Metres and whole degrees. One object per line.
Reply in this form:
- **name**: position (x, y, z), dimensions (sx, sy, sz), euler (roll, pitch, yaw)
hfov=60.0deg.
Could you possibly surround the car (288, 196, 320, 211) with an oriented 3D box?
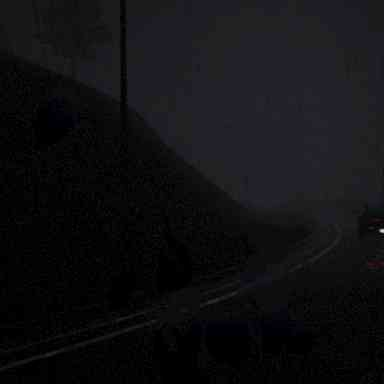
- **car**: position (11.848, 1.194, 35.444), dimensions (1.882, 1.535, 5.008), euler (0, 0, -4)

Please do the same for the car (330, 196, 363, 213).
- **car**: position (15.464, 1.180, 32.973), dimensions (1.882, 1.535, 5.008), euler (0, 0, -2)

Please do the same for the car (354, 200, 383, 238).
- **car**: position (9.057, 1.348, 16.188), dimensions (1.837, 1.490, 4.892), euler (0, 1, 25)
